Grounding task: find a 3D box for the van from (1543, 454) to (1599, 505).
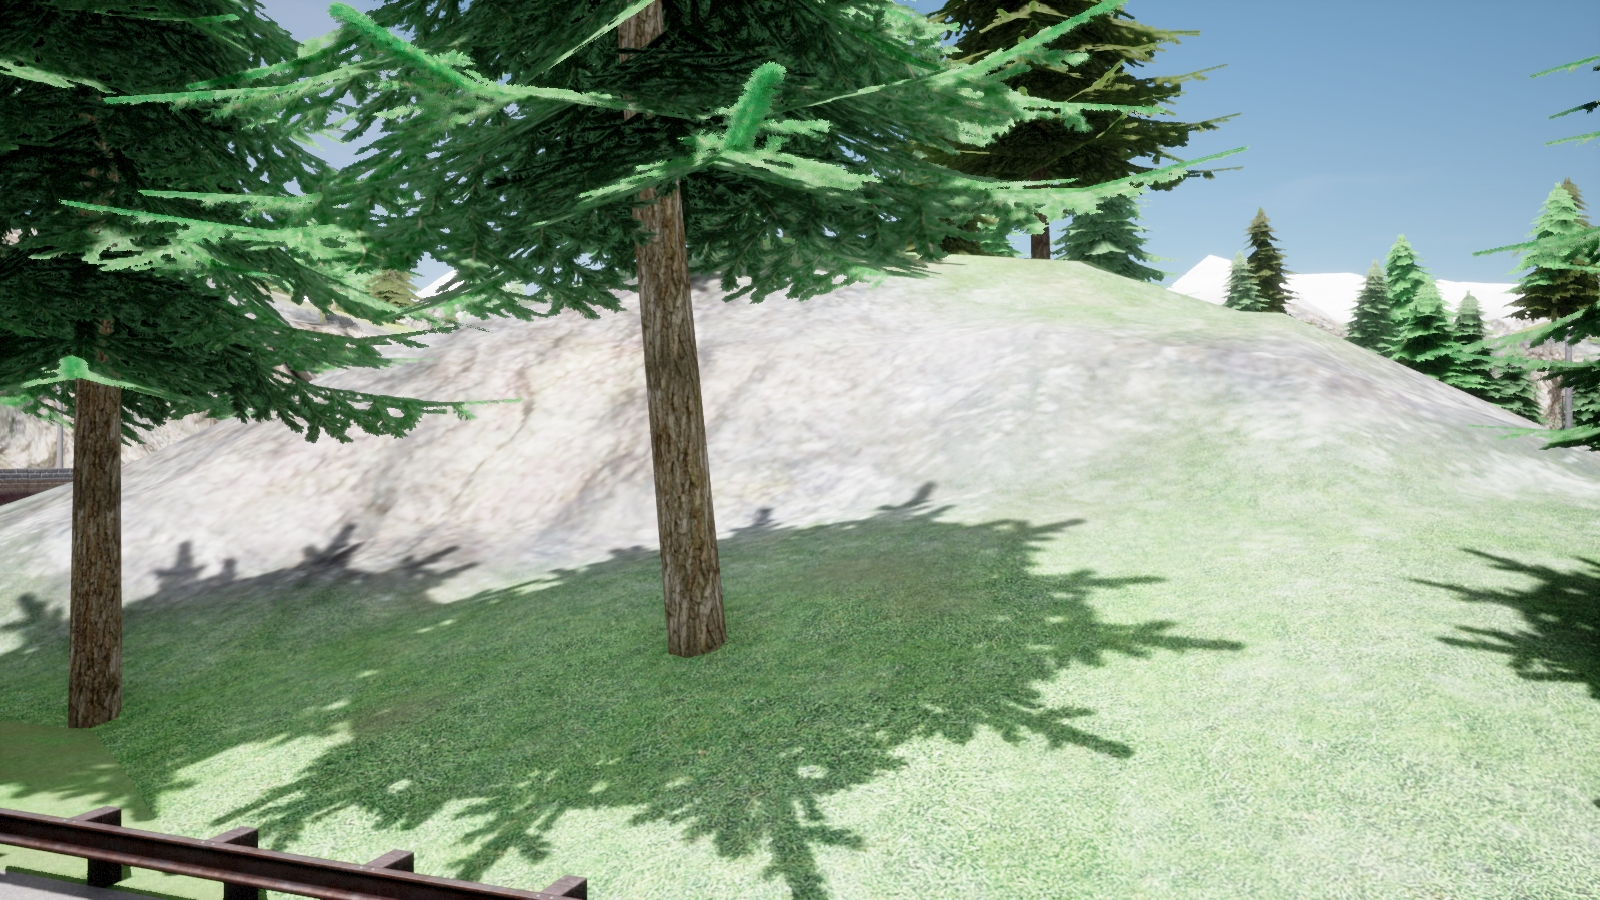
[{"bbox_3d":[41.536,1.519,60.874,1.988,2.561,5.915,0,0,20],"label":"van"}]
